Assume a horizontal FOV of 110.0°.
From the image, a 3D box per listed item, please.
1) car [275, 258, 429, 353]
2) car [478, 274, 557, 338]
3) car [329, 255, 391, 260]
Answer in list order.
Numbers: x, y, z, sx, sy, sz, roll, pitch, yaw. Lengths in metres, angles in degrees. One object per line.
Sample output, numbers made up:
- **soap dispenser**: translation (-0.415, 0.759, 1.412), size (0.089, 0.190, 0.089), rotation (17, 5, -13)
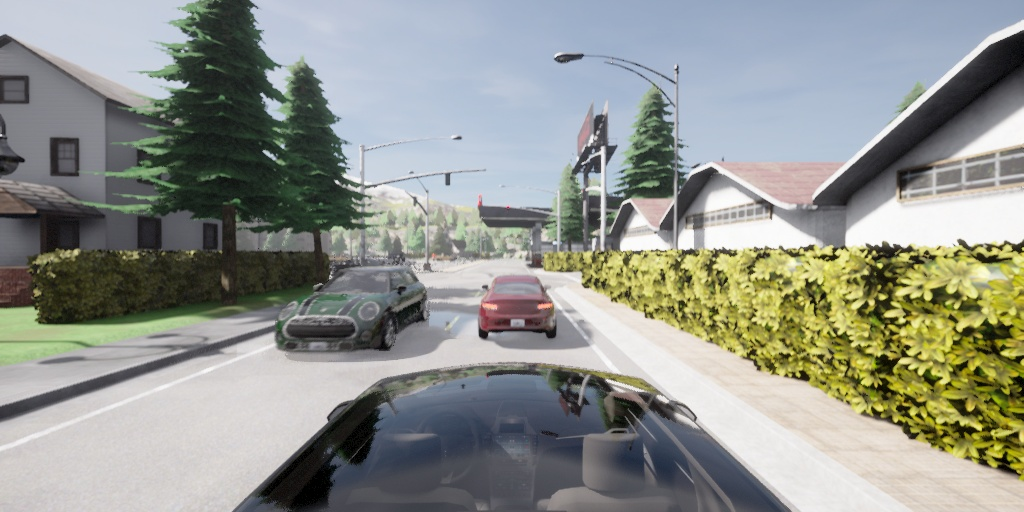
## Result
- **car**: translation (-3.545, 1.053, 8.841), size (2.097, 1.767, 4.553), rotation (0, 0, 1)
- **car**: translation (0.128, 1.220, 9.802), size (1.812, 1.442, 4.674), rotation (0, 0, 0)
- **car**: translation (-13.108, 0.869, 30.089), size (4.892, 1.490, 1.837), rotation (0, 0, 1)
